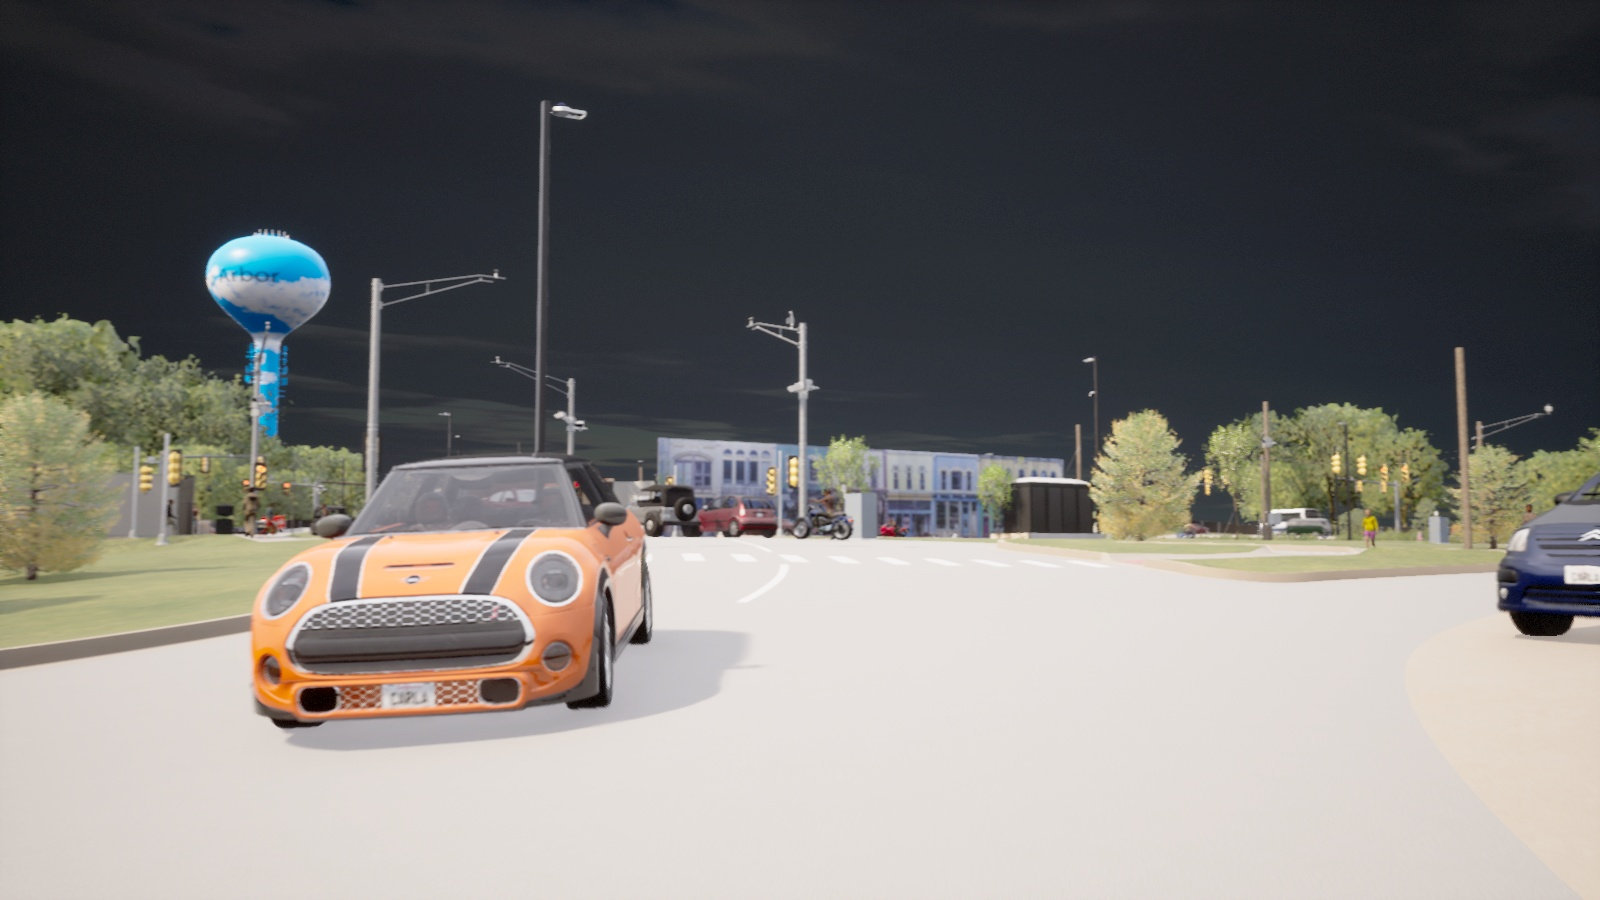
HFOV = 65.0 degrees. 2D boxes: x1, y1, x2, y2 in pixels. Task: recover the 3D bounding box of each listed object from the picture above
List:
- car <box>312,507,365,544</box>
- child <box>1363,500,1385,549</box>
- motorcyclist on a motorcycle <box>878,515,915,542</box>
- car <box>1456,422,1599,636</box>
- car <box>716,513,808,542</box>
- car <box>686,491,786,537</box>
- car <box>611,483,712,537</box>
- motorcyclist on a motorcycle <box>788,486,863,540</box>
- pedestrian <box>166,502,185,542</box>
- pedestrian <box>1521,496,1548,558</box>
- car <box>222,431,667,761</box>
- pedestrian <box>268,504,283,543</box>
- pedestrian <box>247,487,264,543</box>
[{"bbox_3d":[-24.324,3.996,66.134,1.905,1.878,3.866,2,-5,-31],"label":"car"},{"bbox_3d":[13.904,1.802,30.403,0.299,1.160,0.473,-5,-6,42],"label":"child"},{"bbox_3d":[5.570,4.568,72.672,2.044,1.523,0.797,3,-6,-32],"label":"motorcyclist on a motorcycle"},{"bbox_3d":[7.695,0.608,10.676,3.988,1.617,1.851,0,-4,-31],"label":"car"},{"bbox_3d":[-2.043,4.218,67.917,4.674,1.442,1.812,3,-6,-32],"label":"car"},{"bbox_3d":[-2.460,2.459,47.524,1.851,1.617,3.988,3,-5,-37],"label":"car"},{"bbox_3d":[-5.080,2.230,45.741,1.905,1.878,3.866,3,-5,-39],"label":"car"},{"bbox_3d":[0.787,1.955,38.863,2.350,1.649,0.766,-3,-5,39],"label":"motorcyclist on a motorcycle"},{"bbox_3d":[-29.068,3.365,58.476,0.703,1.840,0.431,2,-5,-24],"label":"pedestrian"},{"bbox_3d":[21.660,2.280,37.031,0.869,1.805,0.328,3,-6,-39],"label":"pedestrian"},{"bbox_3d":[-2.252,0.828,9.409,2.097,1.767,4.553,-3,0,-2],"label":"car"},{"bbox_3d":[-24.931,3.487,59.740,0.614,1.847,0.353,1,-5,-21],"label":"pedestrian"},{"bbox_3d":[-19.203,2.297,44.321,0.396,1.930,0.692,3,-6,-33],"label":"pedestrian"}]
